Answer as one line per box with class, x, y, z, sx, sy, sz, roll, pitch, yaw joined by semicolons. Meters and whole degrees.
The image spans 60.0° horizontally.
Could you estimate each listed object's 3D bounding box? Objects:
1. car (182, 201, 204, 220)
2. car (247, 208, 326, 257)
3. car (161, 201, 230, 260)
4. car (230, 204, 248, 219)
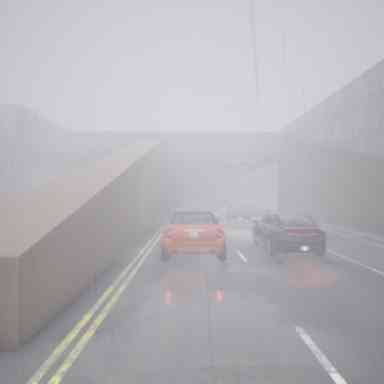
car;0.075;1.546;28.897;1.812;1.442;4.674;0;0;0
car;3.572;1.515;12.912;1.837;1.490;4.892;0;0;0
car;0.069;1.360;12.569;2.097;1.767;4.553;0;0;0
car;3.563;1.620;26.448;1.895;1.301;4.718;0;0;0
